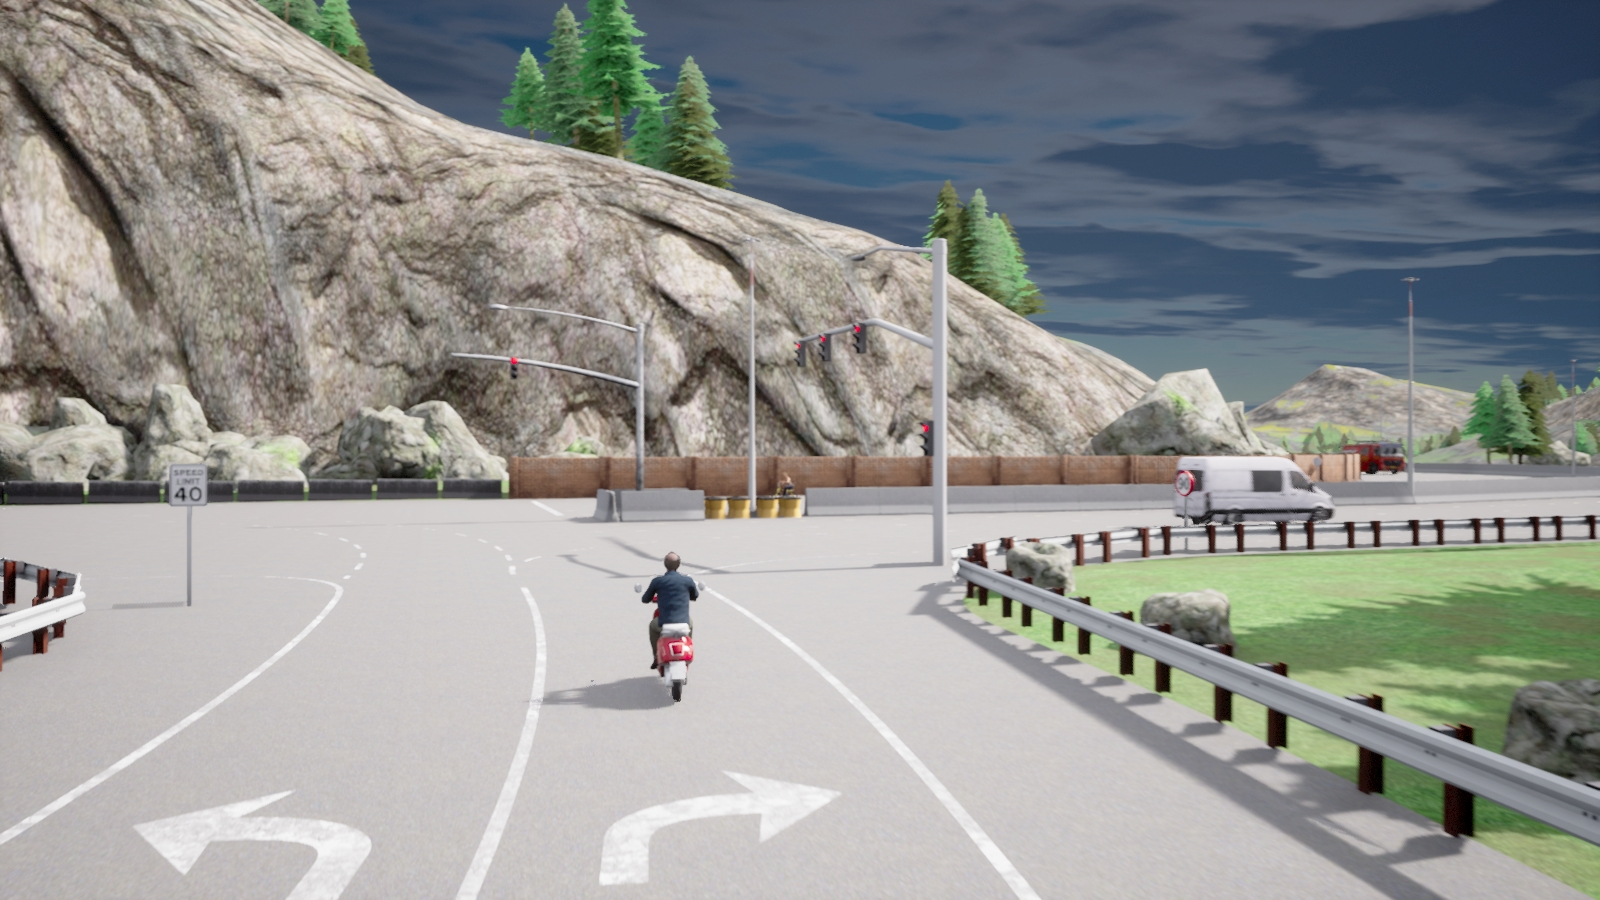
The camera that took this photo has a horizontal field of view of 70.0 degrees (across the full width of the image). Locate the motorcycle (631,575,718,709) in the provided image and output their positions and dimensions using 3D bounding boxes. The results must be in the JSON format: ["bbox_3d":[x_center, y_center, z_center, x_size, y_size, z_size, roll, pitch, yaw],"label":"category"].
[{"bbox_3d":[-1.495,2.183,13.341,0.856,1.236,1.805,-1,0,-11],"label":"motorcycle"}]

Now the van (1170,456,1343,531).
[{"bbox_3d":[16.556,1.527,41.438,5.915,2.561,1.988,0,0,-18],"label":"van"}]
